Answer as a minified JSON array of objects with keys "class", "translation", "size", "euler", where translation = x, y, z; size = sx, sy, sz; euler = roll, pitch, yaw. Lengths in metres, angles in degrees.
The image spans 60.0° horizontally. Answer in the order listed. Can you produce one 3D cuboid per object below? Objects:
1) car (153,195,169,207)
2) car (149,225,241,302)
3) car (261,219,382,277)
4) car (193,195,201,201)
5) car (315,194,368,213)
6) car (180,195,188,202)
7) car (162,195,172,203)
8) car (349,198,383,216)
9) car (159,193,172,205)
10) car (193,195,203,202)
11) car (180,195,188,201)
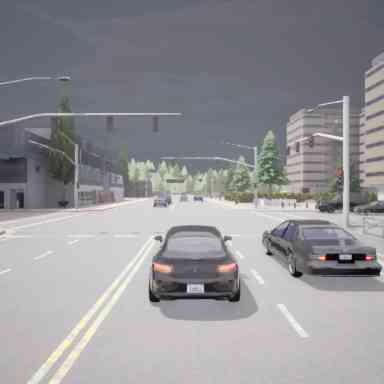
[{"class":"car","translation":[-4.780,1.526,50.346],"size":[1.812,1.442,4.674],"euler":[0,0,-2]},{"class":"car","translation":[0.036,1.526,8.120],"size":[1.812,1.442,4.674],"euler":[0,0,-1]},{"class":"car","translation":[3.533,1.547,10.177],"size":[2.033,1.411,5.357],"euler":[0,0,0]},{"class":"car","translation":[1.307,1.500,88.747],"size":[1.837,1.490,4.892],"euler":[0,0,-1]},{"class":"car","translation":[16.286,1.222,35.903],"size":[5.566,2.045,2.150],"euler":[0,0,-2]},{"class":"car","translation":[-1.922,1.540,78.262],"size":[2.033,1.411,5.357],"euler":[0,0,-1]},{"class":"car","translation":[-5.216,1.500,70.132],"size":[1.837,1.490,4.892],"euler":[0,0,-1]},{"class":"car","translation":[18.222,1.526,32.435],"size":[4.674,1.442,1.812],"euler":[0,0,-2]},{"class":"car","translation":[-5.017,1.221,59.772],"size":[2.150,2.045,5.566],"euler":[0,0,-1]},{"class":"car","translation":[1.569,1.478,78.609],"size":[1.882,1.535,5.008],"euler":[0,0,-1]},{"class":"car","translation":[-2.190,1.552,88.593],"size":[1.994,1.385,4.181],"euler":[0,0,-1]}]
